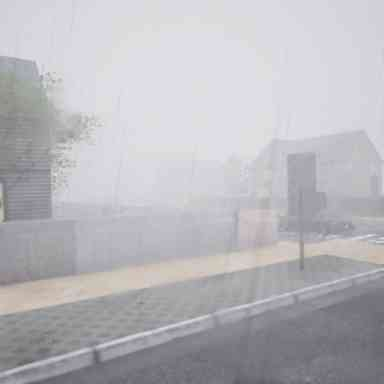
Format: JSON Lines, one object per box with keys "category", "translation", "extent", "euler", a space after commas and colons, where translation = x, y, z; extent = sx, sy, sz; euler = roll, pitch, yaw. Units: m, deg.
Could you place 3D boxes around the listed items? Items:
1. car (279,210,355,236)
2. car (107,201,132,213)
{"category": "car", "translation": [6.719, 1.568, 18.455], "extent": [1.994, 1.385, 4.181], "euler": [-2, 1, -33]}
{"category": "car", "translation": [-9.685, 1.926, 43.590], "extent": [2.033, 1.411, 5.357], "euler": [-2, 1, -33]}
